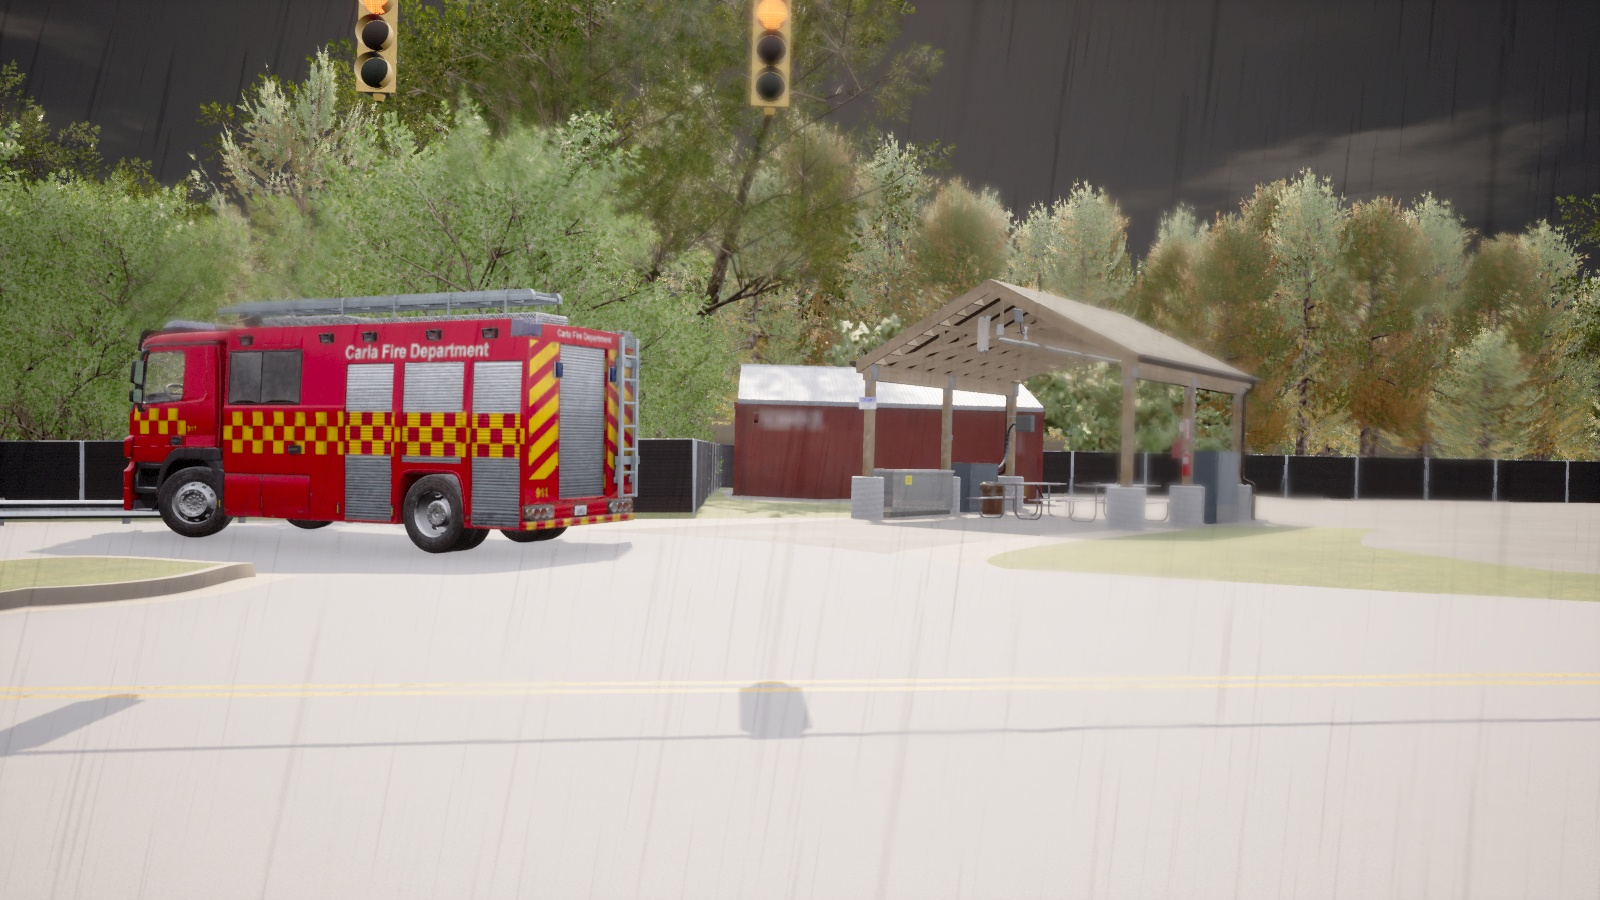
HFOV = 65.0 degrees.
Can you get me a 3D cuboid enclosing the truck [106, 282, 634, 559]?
[{"bbox_3d":[-7.110,-0.474,20.462,8.468,3.827,2.891,1,1,25],"label":"truck"}]
